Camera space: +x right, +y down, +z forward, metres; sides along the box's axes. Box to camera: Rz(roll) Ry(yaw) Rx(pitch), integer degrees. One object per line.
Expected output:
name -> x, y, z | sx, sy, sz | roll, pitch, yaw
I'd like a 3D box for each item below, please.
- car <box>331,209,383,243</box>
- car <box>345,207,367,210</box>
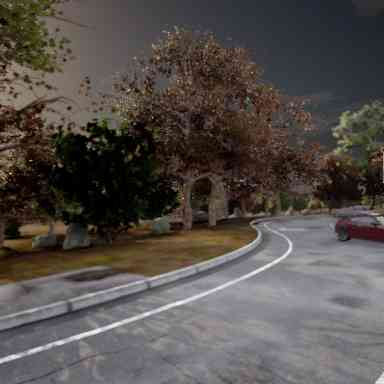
car -> 8.856, 1.775, 15.770 | 1.812, 1.442, 4.674 | 1, -1, -19
car -> 17.811, 2.271, 36.951 | 4.718, 1.301, 1.895 | 1, -1, -22
